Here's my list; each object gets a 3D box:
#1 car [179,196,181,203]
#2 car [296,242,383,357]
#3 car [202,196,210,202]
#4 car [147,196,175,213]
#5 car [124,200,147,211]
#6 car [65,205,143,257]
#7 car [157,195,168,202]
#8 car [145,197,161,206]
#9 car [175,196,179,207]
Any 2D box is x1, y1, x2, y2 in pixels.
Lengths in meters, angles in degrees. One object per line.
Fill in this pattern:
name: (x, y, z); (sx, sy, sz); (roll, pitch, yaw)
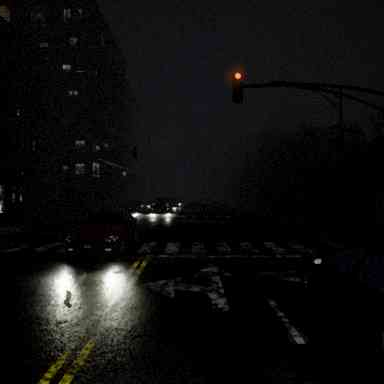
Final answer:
car: (-3.207, 1.530, 69.247); (1.837, 1.490, 4.892); (0, 0, 0)
car: (3.355, 1.547, 5.374); (2.033, 1.411, 5.357); (0, 0, 0)
car: (3.302, 1.628, 78.391); (1.895, 1.301, 4.718); (0, 0, 0)
car: (-3.327, 1.358, 36.890); (2.097, 1.767, 4.553); (0, 0, 0)
car: (-6.574, 1.568, 37.498); (1.994, 1.385, 4.181); (0, 0, 0)
car: (-3.348, 1.476, 13.150); (1.882, 1.535, 5.008); (0, 0, 0)
car: (-6.454, 1.388, 72.463); (1.994, 1.385, 4.181); (0, 0, 0)
car: (-6.554, 1.563, 56.833); (2.033, 1.411, 5.357); (0, 0, 0)
car: (-3.313, 1.489, 49.578); (1.882, 1.535, 5.008); (0, 0, 0)
